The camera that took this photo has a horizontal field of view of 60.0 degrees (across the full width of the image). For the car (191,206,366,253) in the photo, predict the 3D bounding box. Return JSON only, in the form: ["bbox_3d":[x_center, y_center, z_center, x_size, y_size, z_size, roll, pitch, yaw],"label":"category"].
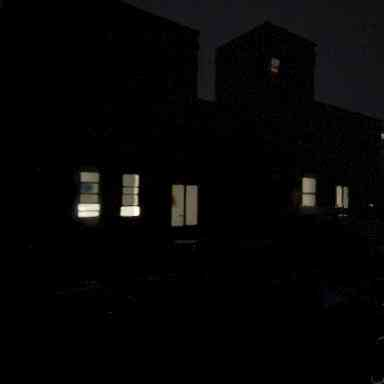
[{"bbox_3d":[2.293,1.317,8.170,5.009,1.841,2.192,0,1,-35],"label":"car"}]

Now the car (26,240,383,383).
[{"bbox_3d":[0.467,1.565,3.710,4.181,1.385,1.994,0,0,-35],"label":"car"}]
